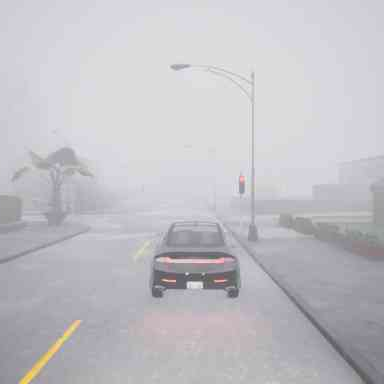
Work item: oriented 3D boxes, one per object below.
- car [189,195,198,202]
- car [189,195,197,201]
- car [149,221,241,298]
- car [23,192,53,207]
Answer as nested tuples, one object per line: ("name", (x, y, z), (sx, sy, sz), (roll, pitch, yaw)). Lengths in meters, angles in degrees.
("car", (0.312, 1.465, 74.440), (1.882, 1.535, 5.008), (0, 0, 0))
("car", (0.355, 1.541, 84.675), (1.994, 1.385, 4.181), (0, 0, 0))
("car", (0.086, 1.492, 8.505), (2.128, 1.511, 4.902), (0, 0, 1))
("car", (-19.580, 0.986, 42.969), (1.905, 1.878, 3.866), (0, 0, 35))
